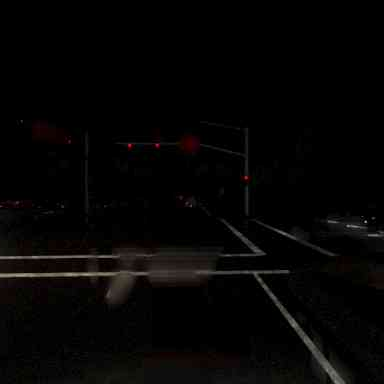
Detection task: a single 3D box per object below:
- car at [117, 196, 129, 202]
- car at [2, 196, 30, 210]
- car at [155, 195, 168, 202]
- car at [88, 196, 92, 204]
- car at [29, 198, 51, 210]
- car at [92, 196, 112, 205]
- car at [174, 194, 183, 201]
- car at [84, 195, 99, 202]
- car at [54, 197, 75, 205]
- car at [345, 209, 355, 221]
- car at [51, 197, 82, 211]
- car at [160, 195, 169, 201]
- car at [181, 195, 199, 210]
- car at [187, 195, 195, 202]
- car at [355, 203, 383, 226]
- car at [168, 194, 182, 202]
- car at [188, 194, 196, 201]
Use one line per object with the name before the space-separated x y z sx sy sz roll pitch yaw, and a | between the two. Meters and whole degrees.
car | -15.160 1.538 72.924 1.994 1.385 4.181 0 0 0
car | -22.207 1.349 42.446 2.097 1.767 4.553 0 0 0
car | -7.151 1.532 74.255 2.033 1.411 5.357 0 0 1
car | -18.684 1.543 65.524 2.033 1.411 5.357 0 0 0
car | -18.718 1.545 43.617 2.033 1.411 5.357 0 0 0
car | -15.226 1.560 57.228 1.994 1.385 4.181 0 0 0
car | -3.460 1.291 84.503 2.097 1.767 4.553 0 0 1
car | -22.157 1.512 73.304 1.812 1.442 4.674 0 0 0
car | -22.213 1.561 58.188 1.994 1.385 4.181 0 0 0
car | 13.982 1.524 24.967 4.674 1.442 1.812 0 0 1
car | -15.205 1.488 41.548 2.128 1.511 4.902 0 0 0
car | -6.959 1.460 84.616 1.812 1.442 4.674 0 0 1
car | -0.112 1.523 43.252 1.812 1.442 4.674 0 0 0
car | -0.151 1.517 74.270 1.812 1.442 4.674 0 0 1
car | 13.892 1.546 21.468 5.357 1.411 2.033 0 0 1
car | -3.648 1.546 74.675 1.994 1.385 4.181 0 0 1
car | 0.039 1.414 84.450 1.882 1.535 5.008 0 0 1
